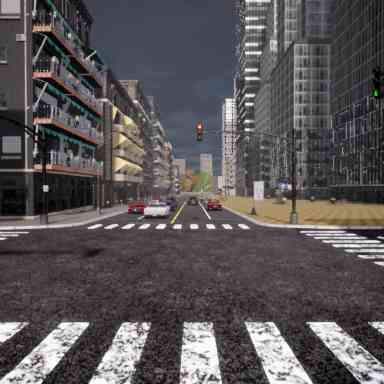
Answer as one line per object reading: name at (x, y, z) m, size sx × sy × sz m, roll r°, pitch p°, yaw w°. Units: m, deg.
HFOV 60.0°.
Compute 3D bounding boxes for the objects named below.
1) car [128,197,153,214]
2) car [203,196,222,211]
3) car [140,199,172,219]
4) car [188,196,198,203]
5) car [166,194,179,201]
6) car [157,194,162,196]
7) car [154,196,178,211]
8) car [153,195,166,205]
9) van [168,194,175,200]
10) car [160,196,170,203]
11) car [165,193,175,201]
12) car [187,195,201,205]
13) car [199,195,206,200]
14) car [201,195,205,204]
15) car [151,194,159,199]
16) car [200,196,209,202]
car at (-5.657, 1.540, 35.417) m, size 1.887 × 1.381 × 4.507 m, roll -1°, pitch 0°, yaw 0°
car at (2.697, 1.541, 41.113) m, size 1.887 × 1.381 × 4.507 m, roll -1°, pitch 0°, yaw 0°
car at (-3.063, 1.597, 29.467) m, size 1.895 × 1.301 × 4.718 m, roll 0°, pitch 0°, yaw 0°
car at (0.194, 1.603, 69.720) m, size 1.895 × 1.301 × 4.718 m, roll 0°, pitch 0°, yaw 0°
car at (-3.027, 1.502, 49.709) m, size 1.837 × 1.490 × 4.892 m, roll 0°, pitch 0°, yaw 0°
car at (-5.639, 1.313, 52.365) m, size 2.192 × 1.841 × 5.009 m, roll -1°, pitch 0°, yaw 0°
car at (-3.039, 1.560, 39.528) m, size 1.994 × 1.385 × 4.181 m, roll 0°, pitch 0°, yaw 1°
car at (-5.631, 1.439, 58.013) m, size 1.967 × 1.590 × 4.097 m, roll -1°, pitch 0°, yaw 0°
van at (-5.590, 1.351, 91.906) m, size 1.690 × 1.788 × 3.998 m, roll -1°, pitch 0°, yaw 0°
car at (-5.615, 1.584, 69.311) m, size 1.802 × 1.307 × 4.206 m, roll -1°, pitch 0°, yaw 0°
car at (-5.598, 1.322, 86.258) m, size 2.192 × 1.841 × 5.009 m, roll -1°, pitch 0°, yaw 0°
car at (0.167, 1.525, 57.453) m, size 1.812 × 1.442 × 4.674 m, roll 0°, pitch 0°, yaw 0°
car at (2.760, 1.535, 92.125) m, size 1.752 × 1.417 × 4.829 m, roll -1°, pitch 0°, yaw 0°
car at (2.725, 1.551, 63.709) m, size 2.008 × 1.369 × 4.403 m, roll -1°, pitch 0°, yaw 0°
car at (-5.652, 1.436, 41.066) m, size 1.967 × 1.590 × 4.097 m, roll -1°, pitch 0°, yaw 0°
car at (2.739, 1.548, 75.007) m, size 1.887 × 1.381 × 4.507 m, roll -1°, pitch 0°, yaw 0°
